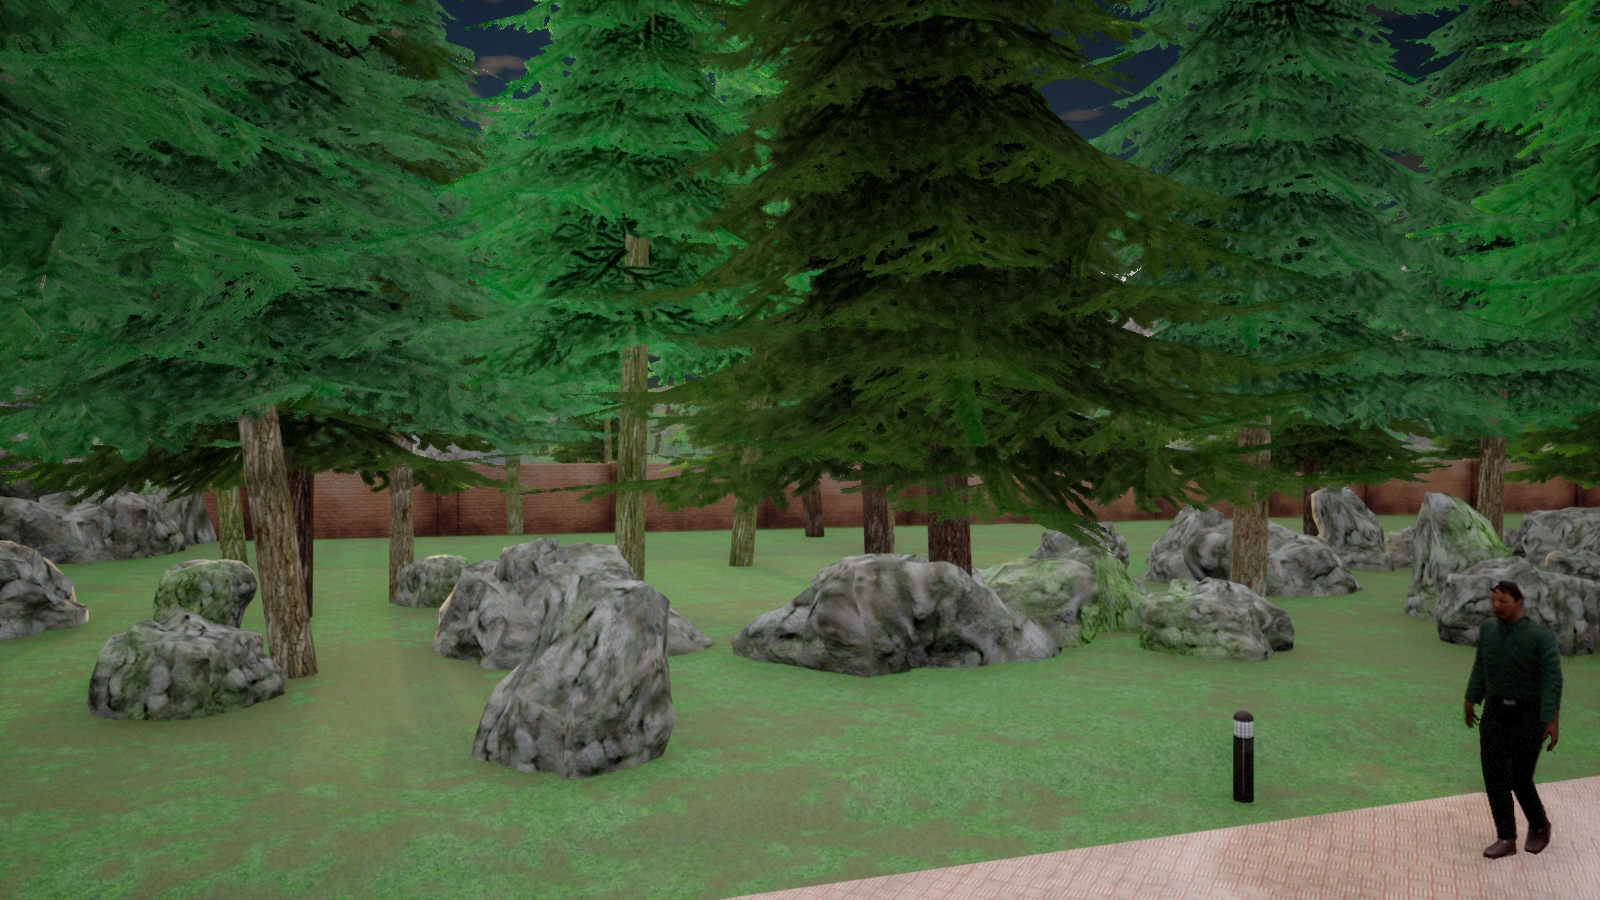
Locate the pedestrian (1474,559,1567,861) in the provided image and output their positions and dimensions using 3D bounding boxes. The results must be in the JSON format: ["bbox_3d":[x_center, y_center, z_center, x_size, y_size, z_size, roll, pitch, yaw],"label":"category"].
[{"bbox_3d":[4.712,1.667,7.476,0.375,1.860,0.375,0,0,-28],"label":"pedestrian"}]
